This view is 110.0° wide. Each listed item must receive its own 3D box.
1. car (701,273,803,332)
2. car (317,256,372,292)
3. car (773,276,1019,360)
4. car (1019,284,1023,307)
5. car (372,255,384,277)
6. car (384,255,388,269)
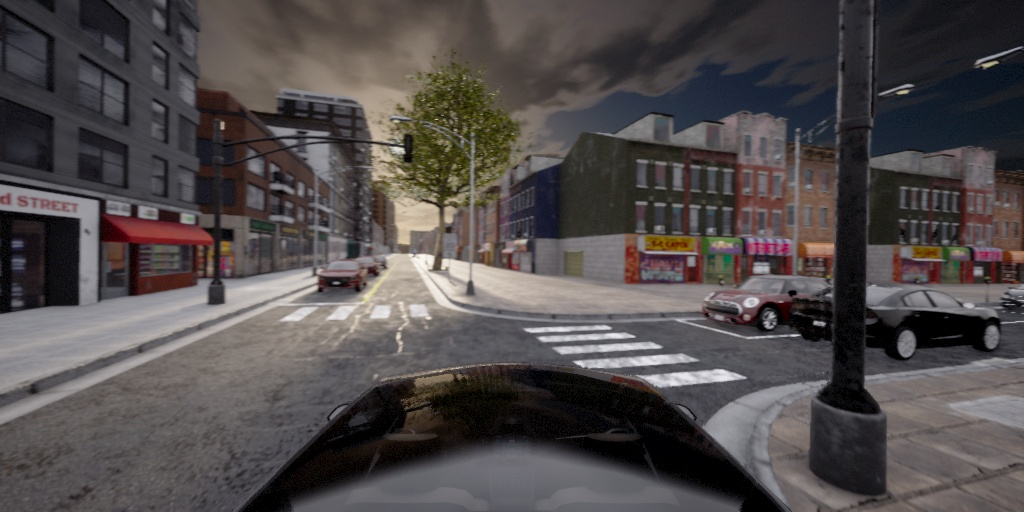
[{"bbox_3d":[7.937,1.306,11.004,4.097,1.591,1.967,0,0,-17],"label":"car"},{"bbox_3d":[-8.610,0.906,18.528,1.882,1.535,5.008,1,1,-17],"label":"car"},{"bbox_3d":[9.154,1.386,8.605,5.008,1.535,1.882,1,0,-17],"label":"car"},{"bbox_3d":[23.561,1.736,15.646,4.403,1.370,2.007,0,0,-17],"label":"car"},{"bbox_3d":[-11.551,0.756,28.519,1.882,1.535,5.008,1,1,-16],"label":"car"},{"bbox_3d":[-14.899,0.601,39.957,2.128,1.511,4.902,1,1,-16],"label":"car"}]
